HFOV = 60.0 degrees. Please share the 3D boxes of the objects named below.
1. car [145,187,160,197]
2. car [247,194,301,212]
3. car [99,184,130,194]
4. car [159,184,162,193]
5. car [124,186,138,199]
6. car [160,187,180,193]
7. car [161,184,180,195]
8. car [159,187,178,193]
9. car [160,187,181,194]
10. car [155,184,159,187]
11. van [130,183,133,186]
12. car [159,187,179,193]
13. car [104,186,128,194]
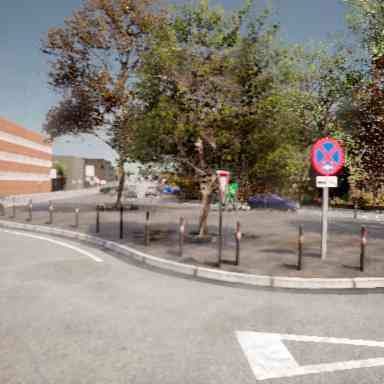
[{"bbox_3d":[-6.814,0.203,56.059,1.895,1.301,4.718,1,1,-7],"label":"car"},{"bbox_3d":[6.869,0.874,28.270,1.812,1.442,4.674,0,2,-44],"label":"car"},{"bbox_3d":[-16.271,-0.608,68.830,5.566,2.045,2.435,1,1,-8],"label":"car"},{"bbox_3d":[-4.205,-0.473,73.489,5.566,2.045,2.435,1,1,-8],"label":"car"},{"bbox_3d":[-9.014,0.261,48.788,1.994,1.385,4.181,1,1,-10],"label":"car"},{"bbox_3d":[-5.652,-0.496,84.569,5.008,1.535,2.097,1,1,-8],"label":"car"},{"bbox_3d":[-3.486,-0.220,67.758,4.553,1.767,2.185,1,2,-8],"label":"car"},{"bbox_3d":[-6.357,-0.607,90.171,4.792,1.488,2.163,1,1,-8],"label":"car"},{"bbox_3d":[-5.282,-0.424,81.770,4.892,1.521,2.231,1,1,-8],"label":"car"},{"bbox_3d":[-7.953,-0.236,64.579,2.097,1.767,4.553,1,1,-8],"label":"car"},{"bbox_3d":[-18.714,-1.065,88.454,4.442,1.987,1.878,1,1,-8],"label":"van"},{"bbox_3d":[-6.021,-0.567,87.367,5.008,1.535,2.097,1,1,-8],"label":"car"},{"bbox_3d":[-16.992,-0.490,74.441,5.008,1.535,2.097,1,1,-8],"label":"car"}]
